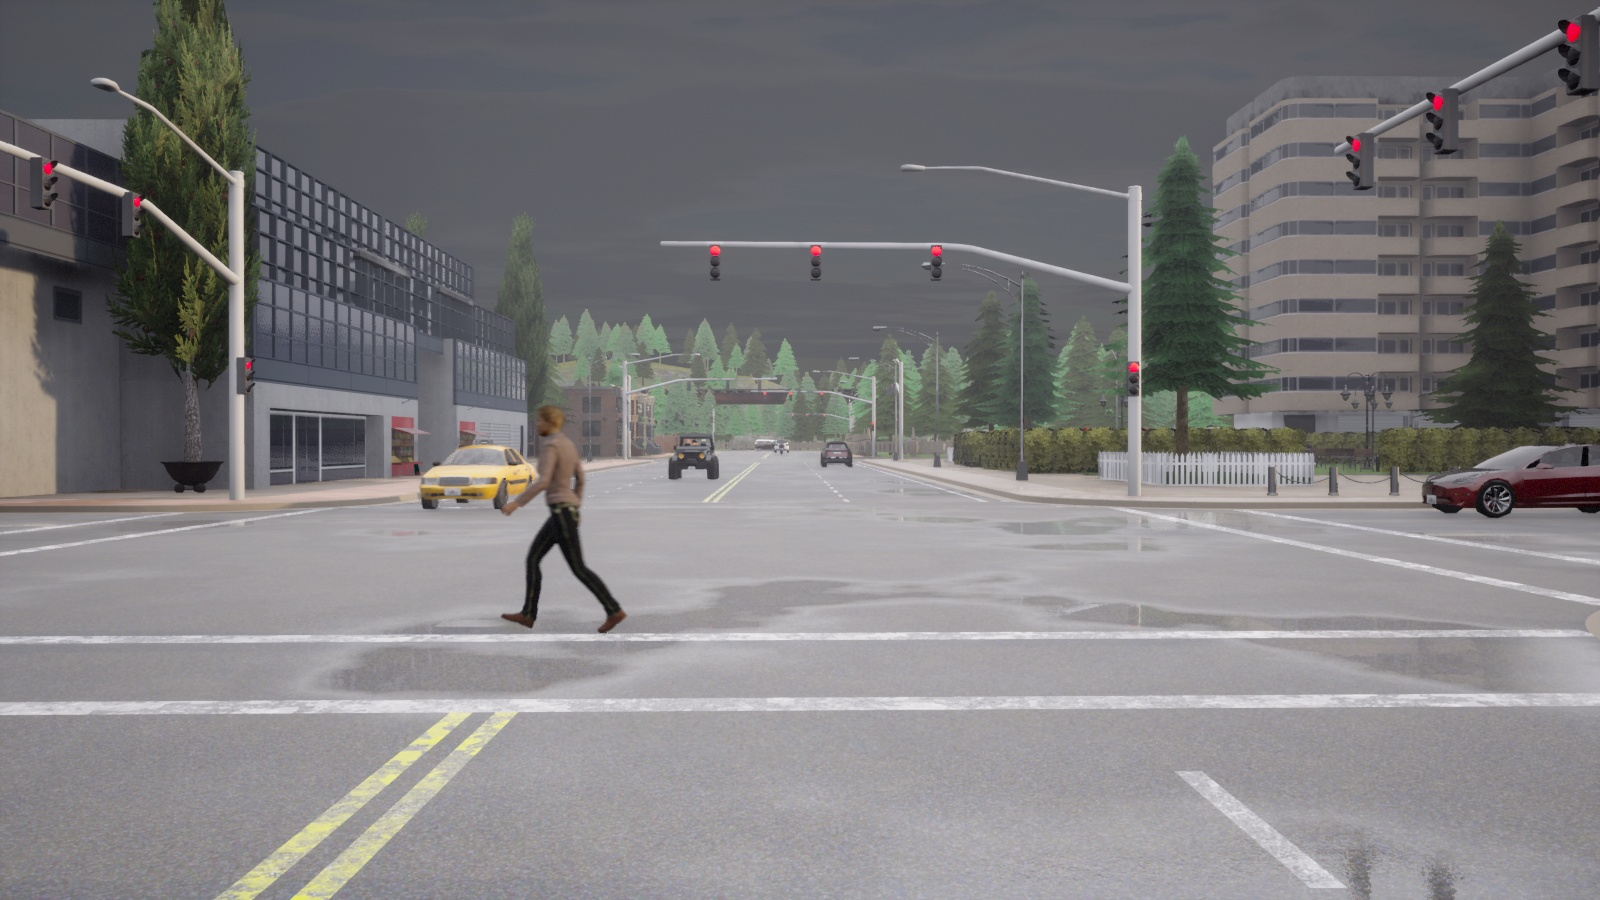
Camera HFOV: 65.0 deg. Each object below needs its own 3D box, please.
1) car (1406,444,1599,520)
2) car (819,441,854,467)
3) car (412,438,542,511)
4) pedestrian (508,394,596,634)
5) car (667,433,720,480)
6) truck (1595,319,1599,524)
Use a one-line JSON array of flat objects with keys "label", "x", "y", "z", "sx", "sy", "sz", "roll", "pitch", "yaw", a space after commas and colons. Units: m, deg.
[{"label": "car", "x": 15.302, "y": 0.614, "z": 25.652, "sx": 4.792, "sy": 1.488, "sz": 2.163, "roll": 0, "pitch": 0, "yaw": -1}, {"label": "car", "x": 2.274, "y": 0.229, "z": 79.590, "sx": 2.033, "sy": 1.649, "sz": 4.856, "roll": 0, "pitch": 0, "yaw": -1}, {"label": "car", "x": -7.489, "y": 0.512, "z": 29.632, "sx": 1.801, "sy": 1.575, "sz": 5.366, "roll": 0, "pitch": 0, "yaw": -1}, {"label": "pedestrian", "x": -1.936, "y": 0.492, "z": 9.841, "sx": 0.634, "sy": 1.846, "sz": 0.331, "roll": 0, "pitch": 0, "yaw": -2}, {"label": "car", "x": -4.337, "y": 0.248, "z": 51.518, "sx": 1.905, "sy": 1.878, "sz": 3.866, "roll": 0, "pitch": 0, "yaw": -1}, {"label": "truck", "x": 19.204, "y": -0.528, "z": 22.210, "sx": 8.468, "sy": 3.827, "sz": 2.891, "roll": 0, "pitch": 0, "yaw": -1}]
